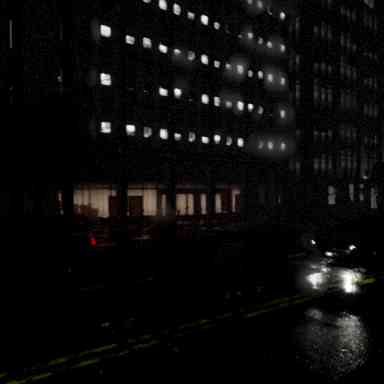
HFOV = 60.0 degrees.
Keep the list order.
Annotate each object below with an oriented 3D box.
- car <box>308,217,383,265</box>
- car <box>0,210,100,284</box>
[{"bbox_3d":[6.653,1.663,12.423,5.357,1.411,2.033,1,0,-36],"label":"car"},{"bbox_3d":[-4.747,1.359,8.285,4.553,1.767,2.097,1,0,-36],"label":"car"}]
